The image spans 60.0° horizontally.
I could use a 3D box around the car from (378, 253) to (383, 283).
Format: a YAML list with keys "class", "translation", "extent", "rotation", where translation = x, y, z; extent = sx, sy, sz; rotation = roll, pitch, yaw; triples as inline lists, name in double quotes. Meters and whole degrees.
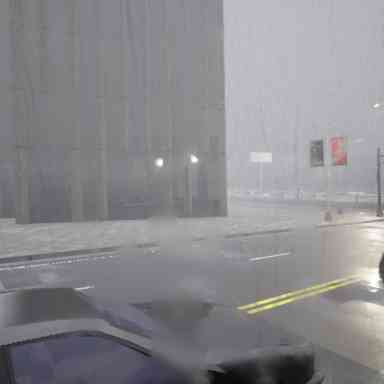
- class: "car"
  translation: [6.397, 1.559, 8.085]
  extent: [4.181, 1.385, 1.994]
  rotation: [0, 0, -35]

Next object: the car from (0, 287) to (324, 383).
- class: "car"
  translation: [-1.302, 1.547, 2.487]
  extent: [5.357, 1.411, 2.033]
  rotation: [0, 0, -36]
